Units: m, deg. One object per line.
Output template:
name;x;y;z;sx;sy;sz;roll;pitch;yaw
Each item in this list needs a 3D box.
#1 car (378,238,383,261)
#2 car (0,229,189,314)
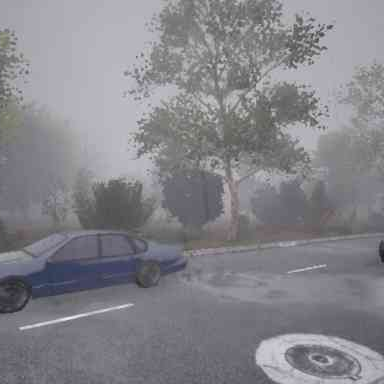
car;8.765;1.905;12.454;4.181;1.385;1.994;2;-2;-38
car;-2.615;1.625;7.932;5.357;1.411;2.033;2;-2;-38
